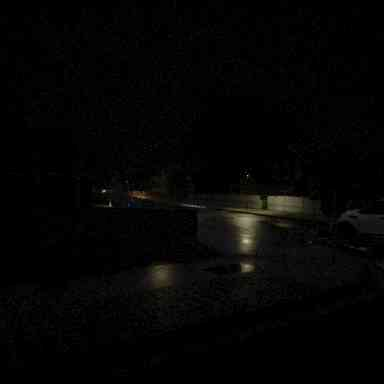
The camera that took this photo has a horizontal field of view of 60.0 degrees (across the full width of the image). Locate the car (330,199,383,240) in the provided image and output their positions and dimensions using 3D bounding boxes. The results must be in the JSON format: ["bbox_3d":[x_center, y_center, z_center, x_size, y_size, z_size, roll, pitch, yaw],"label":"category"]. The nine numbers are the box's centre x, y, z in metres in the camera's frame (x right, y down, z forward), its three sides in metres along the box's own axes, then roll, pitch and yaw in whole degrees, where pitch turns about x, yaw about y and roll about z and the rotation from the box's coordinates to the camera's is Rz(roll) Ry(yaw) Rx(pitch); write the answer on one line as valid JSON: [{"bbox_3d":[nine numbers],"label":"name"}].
[{"bbox_3d":[8.618,1.213,13.832,2.150,2.045,5.566,-3,2,-34],"label":"car"}]

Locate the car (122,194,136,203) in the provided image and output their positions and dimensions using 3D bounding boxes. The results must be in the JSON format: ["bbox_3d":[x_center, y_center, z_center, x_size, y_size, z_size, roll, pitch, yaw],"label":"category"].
[{"bbox_3d":[-10.119,1.040,52.360,1.895,1.301,4.718,0,1,-29],"label":"car"}]
